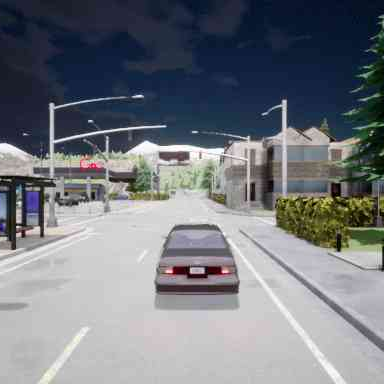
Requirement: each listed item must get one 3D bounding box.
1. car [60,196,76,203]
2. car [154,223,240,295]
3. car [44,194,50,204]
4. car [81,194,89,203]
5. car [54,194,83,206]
[{"bbox_3d":[-25.944,1.552,69.540,1.970,1.475,3.806,0,0,0],"label":"car"},{"bbox_3d":[0.101,1.547,8.871,2.033,1.411,5.357,0,0,0],"label":"car"},{"bbox_3d":[-25.884,1.289,61.061,1.932,1.855,4.605,0,0,0],"label":"car"},{"bbox_3d":[-22.618,1.268,68.937,1.905,1.878,3.866,0,0,0],"label":"car"},{"bbox_3d":[-18.917,1.489,51.068,2.007,1.523,4.514,0,0,0],"label":"car"}]
